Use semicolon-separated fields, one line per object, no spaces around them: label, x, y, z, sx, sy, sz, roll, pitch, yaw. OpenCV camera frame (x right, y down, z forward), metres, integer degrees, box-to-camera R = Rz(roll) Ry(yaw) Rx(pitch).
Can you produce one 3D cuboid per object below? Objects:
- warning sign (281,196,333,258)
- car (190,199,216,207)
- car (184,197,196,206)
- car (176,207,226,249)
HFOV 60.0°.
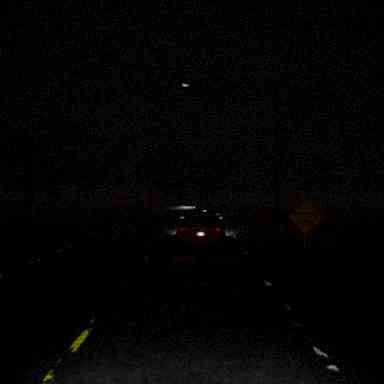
warning sign;3.788;1.115;11.101;1.300;1.860;1.060;2;2;2
car;1.191;1.562;29.482;1.994;1.385;4.181;0;0;4
car;-0.174;1.513;54.477;2.128;1.511;4.902;0;0;7
car;0.414;1.557;14.547;1.994;1.385;4.181;0;0;2
